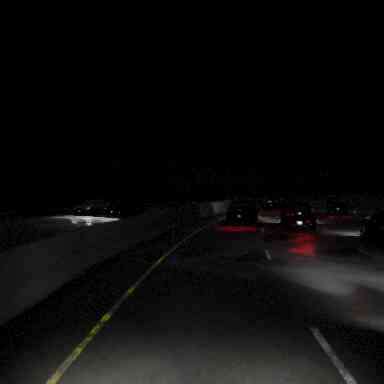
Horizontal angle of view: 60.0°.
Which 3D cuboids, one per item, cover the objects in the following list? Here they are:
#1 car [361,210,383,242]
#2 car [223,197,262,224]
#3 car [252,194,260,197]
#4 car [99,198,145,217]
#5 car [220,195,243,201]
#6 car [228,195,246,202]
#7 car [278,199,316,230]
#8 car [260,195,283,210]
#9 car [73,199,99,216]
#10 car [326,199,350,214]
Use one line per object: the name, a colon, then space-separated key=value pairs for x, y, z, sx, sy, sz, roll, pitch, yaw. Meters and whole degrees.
car: x=8.553 y=1.437 z=13.729 sx=1.837 sy=1.490 sz=4.892 roll=0 pitch=0 yaw=10
car: x=3.669 y=1.356 z=23.530 sx=1.882 sy=1.535 sz=5.008 roll=0 pitch=0 yaw=16
car: x=13.239 y=1.211 z=67.198 sx=1.882 sy=1.535 sz=5.008 roll=0 pitch=0 yaw=30
car: x=-5.785 y=1.351 z=29.240 sx=1.837 sy=1.490 sz=4.892 roll=0 pitch=0 yaw=18
car: x=5.548 y=1.289 z=46.972 sx=1.882 sy=1.535 sz=5.008 roll=0 pitch=0 yaw=29
car: x=9.124 y=1.346 z=67.084 sx=1.895 sy=1.301 sz=4.718 roll=0 pitch=0 yaw=30
car: x=6.419 y=1.401 z=20.364 sx=1.837 sy=1.490 sz=4.892 roll=0 pitch=0 yaw=14
car: x=10.155 y=1.321 z=40.180 sx=2.128 sy=1.511 sz=4.902 roll=0 pitch=0 yaw=26
car: x=-8.968 y=1.363 z=30.779 sx=1.812 sy=1.442 sz=4.674 roll=0 pitch=0 yaw=18
car: x=14.360 y=1.378 z=32.792 sx=1.812 sy=1.442 sz=4.674 roll=0 pitch=0 yaw=23
